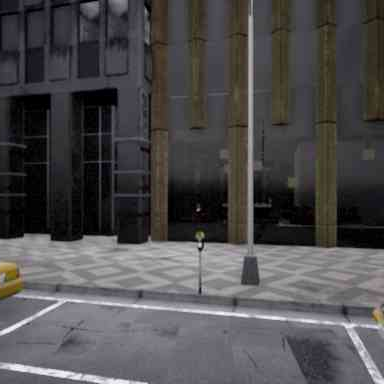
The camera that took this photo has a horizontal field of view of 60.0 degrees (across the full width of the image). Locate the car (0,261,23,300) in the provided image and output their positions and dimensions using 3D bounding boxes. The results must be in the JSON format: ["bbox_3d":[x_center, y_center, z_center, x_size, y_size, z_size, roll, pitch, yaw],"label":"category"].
[{"bbox_3d":[-5.713,1.523,6.398,4.829,1.417,1.752,0,0,14],"label":"car"}]

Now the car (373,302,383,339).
[{"bbox_3d":[4.855,1.525,3.830,4.829,1.417,1.752,0,0,14],"label":"car"}]
